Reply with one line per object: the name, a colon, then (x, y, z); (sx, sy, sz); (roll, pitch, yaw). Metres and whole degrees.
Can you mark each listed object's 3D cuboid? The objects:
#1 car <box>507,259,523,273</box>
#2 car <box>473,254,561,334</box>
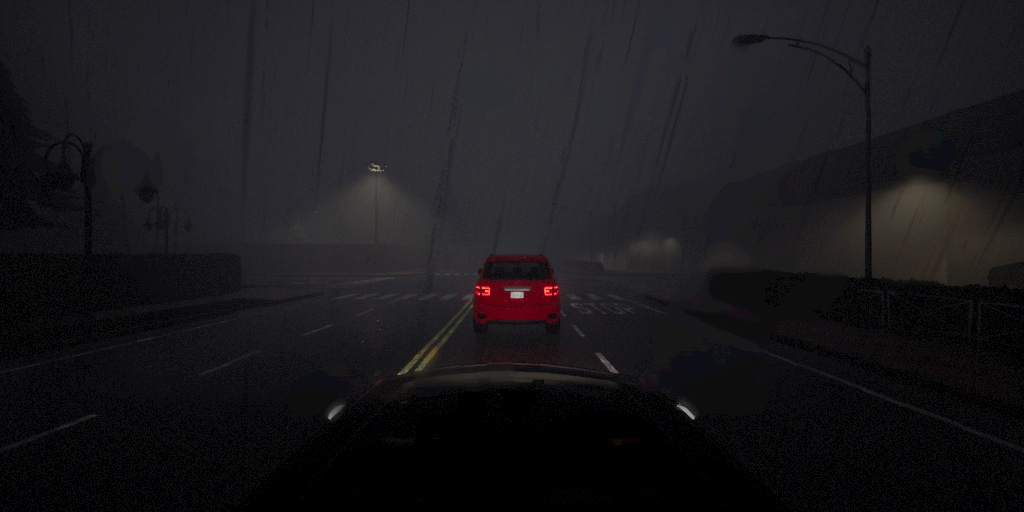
car: (0.361, 1.228, 45.613); (1.882, 1.535, 5.008); (0, 0, 1)
car: (0.122, 0.971, 10.760); (2.150, 2.045, 5.566); (0, 0, 0)
